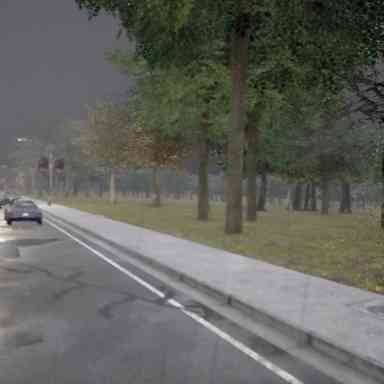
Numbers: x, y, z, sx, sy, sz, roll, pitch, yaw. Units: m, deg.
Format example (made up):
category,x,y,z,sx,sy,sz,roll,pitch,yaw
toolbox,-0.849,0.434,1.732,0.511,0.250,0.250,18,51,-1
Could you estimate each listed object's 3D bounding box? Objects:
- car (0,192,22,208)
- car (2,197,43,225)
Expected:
category,x,y,z,sx,sy,sz,roll,pitch,yaw
car,-19.798,0.816,36.336,2.097,1.767,4.553,2,0,-31
car,-10.865,1.260,21.416,1.994,1.385,4.181,2,0,-31
